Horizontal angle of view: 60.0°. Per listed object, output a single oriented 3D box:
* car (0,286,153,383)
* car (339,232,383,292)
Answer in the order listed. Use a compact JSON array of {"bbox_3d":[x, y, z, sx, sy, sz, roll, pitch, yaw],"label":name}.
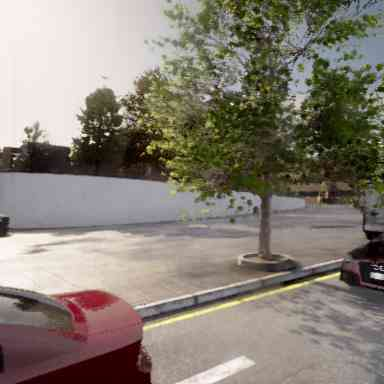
[{"bbox_3d":[-2.686,1.500,2.109,5.008,1.535,1.882,0,0,-35],"label":"car"},{"bbox_3d":[5.385,1.513,7.934,4.181,1.385,1.994,-1,0,-36],"label":"car"}]
